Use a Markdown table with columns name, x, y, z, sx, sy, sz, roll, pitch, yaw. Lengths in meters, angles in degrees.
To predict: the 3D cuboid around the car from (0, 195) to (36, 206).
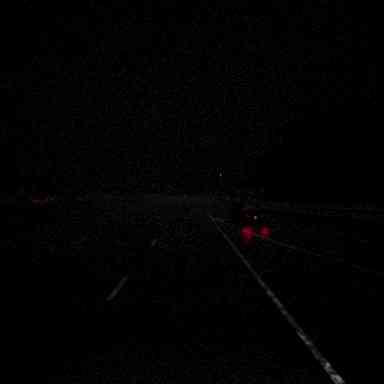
| name | x | y | z | sx | sy | sz | roll | pitch | yaw |
| --- | --- | --- | --- | --- | --- | --- | --- | --- | --- |
| car | -24.564 | 1.415 | 46.398 | 2.150 | 2.045 | 5.566 | 0 | -1 | 0 |

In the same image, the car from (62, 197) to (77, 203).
| name | x | y | z | sx | sy | sz | roll | pitch | yaw |
| --- | --- | --- | --- | --- | --- | --- | --- | --- | --- |
| car | -27.992 | 1.870 | 75.985 | 1.994 | 1.385 | 4.181 | 0 | 0 | 0 |

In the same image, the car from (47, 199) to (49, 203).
| name | x | y | z | sx | sy | sz | roll | pitch | yaw |
| --- | --- | --- | --- | --- | --- | --- | --- | --- | --- |
| car | -24.496 | 1.755 | 61.957 | 1.837 | 1.490 | 4.892 | 0 | 1 | 0 |

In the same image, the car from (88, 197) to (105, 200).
| name | x | y | z | sx | sy | sz | roll | pitch | yaw |
| --- | --- | --- | --- | --- | --- | --- | --- | --- | --- |
| car | -17.506 | 1.758 | 63.174 | 2.128 | 1.511 | 4.902 | 0 | 0 | 0 |

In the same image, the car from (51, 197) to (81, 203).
| name | x | y | z | sx | sy | sz | roll | pitch | yaw |
| --- | --- | --- | --- | --- | --- | --- | --- | --- | --- |
| car | -17.570 | 1.756 | 46.456 | 1.994 | 1.385 | 4.181 | 0 | 0 | 0 |

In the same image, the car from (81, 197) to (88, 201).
| name | x | y | z | sx | sy | sz | roll | pitch | yaw |
| --- | --- | --- | --- | --- | --- | --- | --- | --- | --- |
| car | -24.491 | 1.922 | 77.110 | 1.895 | 1.301 | 4.718 | 0 | 0 | 0 |

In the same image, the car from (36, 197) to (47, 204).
| name | x | y | z | sx | sy | sz | roll | pitch | yaw |
| --- | --- | --- | --- | --- | --- | --- | --- | --- | --- |
| car | -28.001 | 1.730 | 60.701 | 1.882 | 1.535 | 5.008 | 0 | 0 | 0 |

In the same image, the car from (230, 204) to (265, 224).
| name | x | y | z | sx | sy | sz | roll | pitch | yaw |
| --- | --- | --- | --- | --- | --- | --- | --- | --- | --- |
| car | 4.237 | 1.630 | 25.878 | 1.812 | 1.442 | 4.674 | 0 | 0 | -6 |

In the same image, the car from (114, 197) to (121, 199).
| name | x | y | z | sx | sy | sz | roll | pitch | yaw |
| --- | --- | --- | --- | --- | --- | --- | --- | --- | --- |
| car | -17.491 | 1.929 | 78.479 | 1.895 | 1.301 | 4.718 | 0 | 0 | 0 |
